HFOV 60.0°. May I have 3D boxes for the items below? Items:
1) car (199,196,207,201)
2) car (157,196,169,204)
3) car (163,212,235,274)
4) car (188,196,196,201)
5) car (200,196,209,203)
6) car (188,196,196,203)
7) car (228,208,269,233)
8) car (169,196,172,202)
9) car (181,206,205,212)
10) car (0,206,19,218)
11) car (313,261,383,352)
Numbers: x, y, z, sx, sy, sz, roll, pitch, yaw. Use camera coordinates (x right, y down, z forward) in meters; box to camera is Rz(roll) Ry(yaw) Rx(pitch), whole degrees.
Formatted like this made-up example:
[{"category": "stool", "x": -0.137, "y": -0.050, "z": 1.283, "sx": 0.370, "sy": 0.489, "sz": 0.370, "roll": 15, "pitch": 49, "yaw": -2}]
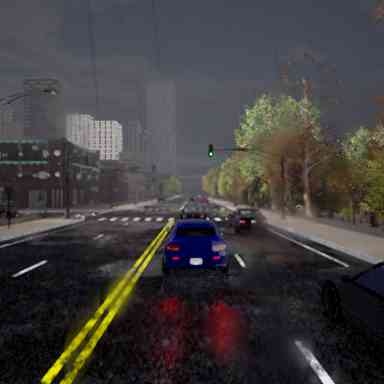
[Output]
[{"category": "car", "x": 3.202, "y": 1.906, "z": 94.681, "sx": 2.033, "sy": 1.411, "sz": 5.357, "roll": 0, "pitch": 0, "yaw": 0}, {"category": "car", "x": -6.535, "y": 1.933, "z": 71.871, "sx": 1.812, "sy": 1.442, "sz": 4.674, "roll": 0, "pitch": 0, "yaw": 0}, {"category": "car", "x": 0.104, "y": 1.588, "z": 10.622, "sx": 1.812, "sy": 1.442, "sz": 4.674, "roll": 0, "pitch": -1, "yaw": 0}, {"category": "car", "x": -0.048, "y": 1.906, "z": 94.679, "sx": 2.033, "sy": 1.411, "sz": 5.357, "roll": 0, "pitch": 0, "yaw": 0}, {"category": "car", "x": 3.206, "y": 2.025, "z": 84.678, "sx": 1.994, "sy": 1.385, "sz": 4.181, "roll": 0, "pitch": 0, "yaw": 0}, {"category": "car", "x": -0.044, "y": 1.969, "z": 84.260, "sx": 1.837, "sy": 1.490, "sz": 4.892, "roll": 0, "pitch": 0, "yaw": 0}, {"category": "car", "x": 3.341, "y": 1.667, "z": 20.549, "sx": 2.033, "sy": 1.411, "sz": 5.357, "roll": 0, "pitch": 0, "yaw": 0}, {"category": "car", "x": -6.542, "y": 1.839, "z": 87.503, "sx": 2.097, "sy": 1.767, "sz": 4.553, "roll": 0, "pitch": 0, "yaw": 0}, {"category": "car", "x": 0.089, "y": 1.748, "z": 25.305, "sx": 1.895, "sy": 1.301, "sz": 4.718, "roll": 0, "pitch": 0, "yaw": 0}, {"category": "car", "x": -19.971, "y": 2.013, "z": 33.815, "sx": 4.313, "sy": 1.339, "sz": 1.947, "roll": -1, "pitch": 1, "yaw": 0}, {"category": "car", "x": 3.350, "y": 1.573, "z": 4.228, "sx": 2.033, "sy": 1.411, "sz": 5.357, "roll": 0, "pitch": 0, "yaw": 0}]
